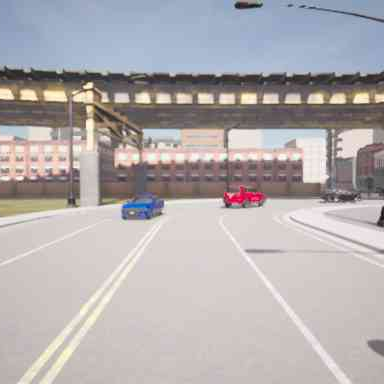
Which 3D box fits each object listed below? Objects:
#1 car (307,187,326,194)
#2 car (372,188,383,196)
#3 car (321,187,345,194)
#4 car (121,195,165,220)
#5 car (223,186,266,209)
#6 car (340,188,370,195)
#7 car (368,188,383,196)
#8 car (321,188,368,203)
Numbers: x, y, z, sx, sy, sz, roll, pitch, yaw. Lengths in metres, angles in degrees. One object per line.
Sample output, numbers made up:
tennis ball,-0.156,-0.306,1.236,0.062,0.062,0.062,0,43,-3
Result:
car,29.335,-0.377,78.143,4.974,1.542,2.038,-1,2,-39
car,32.064,-0.050,57.180,1.853,1.218,4.536,1,2,31
car,33.338,-0.397,78.908,2.038,1.542,4.974,-1,2,-34
car,-3.255,0.958,22.777,1.882,1.535,5.008,0,1,10
car,5.147,0.464,32.272,2.150,2.045,5.566,1,1,38
car,28.961,-0.098,59.328,1.853,1.218,4.536,-1,2,-29
car,32.037,0.108,57.139,2.038,1.542,4.974,1,2,31
car,18.071,0.549,40.141,4.902,1.511,2.128,0,1,-15
